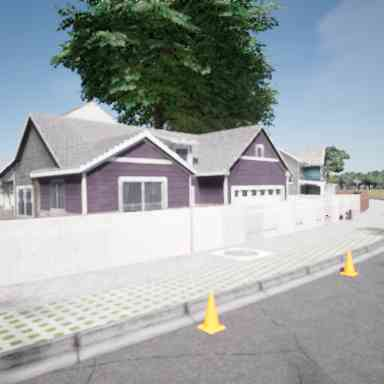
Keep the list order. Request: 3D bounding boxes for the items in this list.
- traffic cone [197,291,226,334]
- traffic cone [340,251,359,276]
[{"bbox_3d":[0.314,1.896,5.353,0.340,0.580,0.340,-1,1,-39],"label":"traffic cone"},{"bbox_3d":[4.019,1.802,8.503,0.340,0.580,0.340,-1,1,-42],"label":"traffic cone"}]
